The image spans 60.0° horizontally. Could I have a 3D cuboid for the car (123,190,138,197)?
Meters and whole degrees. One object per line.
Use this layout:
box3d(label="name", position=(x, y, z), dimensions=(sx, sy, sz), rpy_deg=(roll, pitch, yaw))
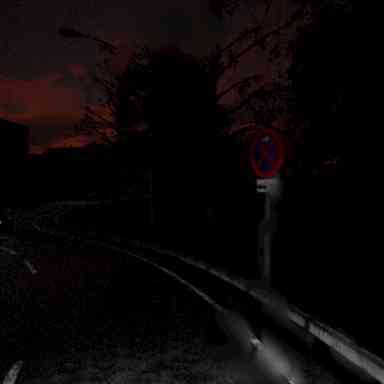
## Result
box3d(label="car", position=(-12.814, 0.298, 69.564), dimensions=(1.882, 1.535, 5.008), rpy_deg=(-1, 2, 11))

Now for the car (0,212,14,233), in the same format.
box3d(label="car", position=(-11.853, 1.581, 18.428), dimensions=(4.181, 1.385, 1.994), rpy_deg=(0, 0, 30))

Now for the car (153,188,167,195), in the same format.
box3d(label="car", position=(-7.885, -0.017, 77.753), dimensions=(1.837, 1.490, 4.892), rpy_deg=(-1, 2, 11))

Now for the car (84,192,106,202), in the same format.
box3d(label="car", position=(-15.852, 0.809, 54.379), dimensions=(1.882, 1.535, 5.008), rpy_deg=(-1, 2, 12))

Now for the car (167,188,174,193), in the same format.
box3d(label="car", position=(-5.853, -0.419, 88.000), dimensions=(1.895, 1.301, 4.718), rpy_deg=(-1, 2, 11))
